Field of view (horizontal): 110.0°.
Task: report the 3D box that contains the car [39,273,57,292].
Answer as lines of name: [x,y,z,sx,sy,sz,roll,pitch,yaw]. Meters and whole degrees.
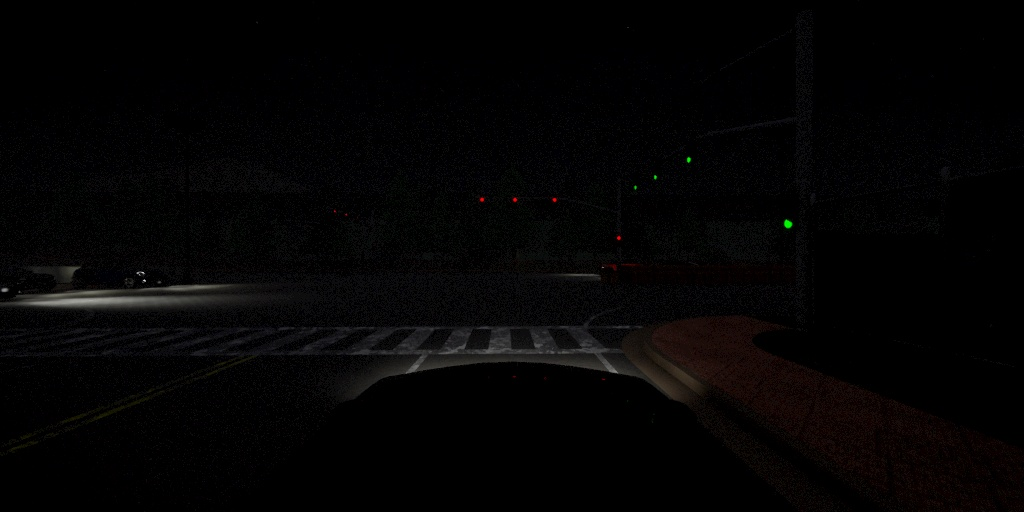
car: [-27.726,1.219,19.226,5.008,1.535,1.882,0,0,-2]

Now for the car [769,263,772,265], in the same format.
car: [26.284,1.276,35.098,4.674,1.442,1.812,0,0,-2]

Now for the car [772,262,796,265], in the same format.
car: [26.141,1.351,31.605,4.718,1.301,1.895,0,0,-2]

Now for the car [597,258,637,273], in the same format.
car: [11.419,1.102,38.151,4.553,1.767,2.097,0,0,-2]

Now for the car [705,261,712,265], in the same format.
car: [16.352,1.276,34.802,4.674,1.442,1.812,0,0,-2]

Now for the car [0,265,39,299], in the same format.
car: [-24.867,1.240,15.806,4.902,1.511,2.128,0,0,-2]

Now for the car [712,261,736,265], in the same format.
car: [21.568,1.256,38.467,4.892,1.490,1.837,0,0,-2]

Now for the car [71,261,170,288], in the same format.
car: [-24.751,1.095,22.820,4.553,1.767,2.097,0,0,-2]

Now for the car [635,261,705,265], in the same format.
car: [13.708,1.255,31.219,4.892,1.490,1.837,0,0,-2]
